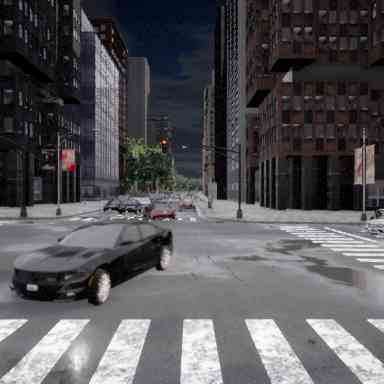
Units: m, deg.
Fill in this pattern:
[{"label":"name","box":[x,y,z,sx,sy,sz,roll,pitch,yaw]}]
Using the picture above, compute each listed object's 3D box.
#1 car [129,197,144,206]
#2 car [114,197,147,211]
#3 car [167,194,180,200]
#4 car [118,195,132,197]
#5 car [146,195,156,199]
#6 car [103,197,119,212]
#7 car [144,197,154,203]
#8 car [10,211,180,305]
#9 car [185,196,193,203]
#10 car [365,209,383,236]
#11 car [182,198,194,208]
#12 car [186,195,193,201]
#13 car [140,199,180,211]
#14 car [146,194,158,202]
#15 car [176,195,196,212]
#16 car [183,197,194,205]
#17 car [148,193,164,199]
[{"label":"car","box":[-9.139,1.565,55.078,1.752,1.417,4.829,0,0,0]},{"label":"car","box":[-6.380,1.544,35.101,2.033,1.411,5.357,0,0,0]},{"label":"car","box":[-3.423,1.665,65.609,1.895,1.301,4.718,0,0,0]},{"label":"car","box":[-9.090,1.331,44.397,2.192,1.841,5.009,0,0,0]},{"label":"car","box":[-6.427,1.544,45.327,1.812,1.442,4.674,0,0,0]},{"label":"car","box":[-9.064,1.570,38.971,1.947,1.339,4.313,0,0,0]},{"label":"car","box":[-9.216,1.662,71.526,1.802,1.307,4.206,0,0,0]},{"label":"car","box":[-2.110,1.467,8.428,1.882,1.535,5.008,-1,0,19]},{"label":"car","box":[-0.692,1.606,71.727,1.752,1.417,4.829,0,0,0]},{"label":"car","box":[11.764,1.716,17.678,4.674,1.442,1.812,1,0,0]},{"label":"car","box":[-0.589,1.610,49.857,1.802,1.307,4.206,0,0,0]},{"label":"car","box":[-0.794,1.687,93.257,1.887,1.381,4.507,0,0,0]},{"label":"car","box":[-2.753,1.541,27.677,1.994,1.385,4.181,0,0,-20]},{"label":"car","box":[-9.243,1.410,76.953,2.192,1.841,5.009,0,0,0]},{"label":"car","box":[-0.539,1.445,39.008,1.967,1.590,4.097,0,0,0]},{"label":"car","box":[-0.640,1.597,60.707,1.887,1.381,4.507,0,0,0]},{"label":"car","box":[-6.465,1.263,55.970,2.150,2.045,5.566,0,0,0]}]
